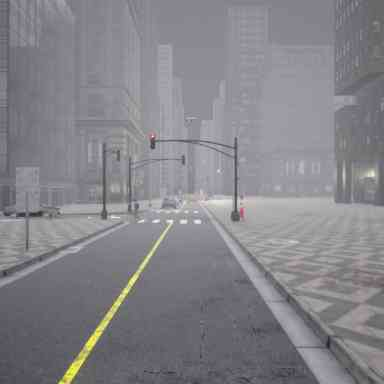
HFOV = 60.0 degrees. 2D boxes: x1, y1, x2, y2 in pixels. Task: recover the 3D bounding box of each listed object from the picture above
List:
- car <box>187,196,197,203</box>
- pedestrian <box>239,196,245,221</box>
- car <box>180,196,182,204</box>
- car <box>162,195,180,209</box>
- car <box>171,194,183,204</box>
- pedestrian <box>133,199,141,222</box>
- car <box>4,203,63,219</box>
[{"bbox_3d":[-0.004,1.518,69.632,1.882,1.535,5.008,0,0,0],"label":"car"},{"bbox_3d":[3.592,1.151,23.775,0.375,1.860,0.375,0,0,0],"label":"pedestrian"},{"bbox_3d":[-3.088,1.551,55.433,1.812,1.442,4.674,0,0,0],"label":"car"},{"bbox_3d":[-3.095,1.523,45.967,1.837,1.490,4.892,0,0,0],"label":"car"},{"bbox_3d":[-3.030,1.389,66.632,2.097,1.767,4.553,0,0,0],"label":"car"},{"bbox_3d":[-4.063,1.303,24.403,0.375,1.860,0.375,0,0,0],"label":"pedestrian"},{"bbox_3d":[-14.244,1.695,29.980,4.902,1.511,2.128,-1,0,0],"label":"car"}]
